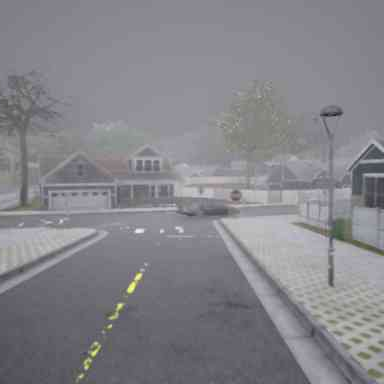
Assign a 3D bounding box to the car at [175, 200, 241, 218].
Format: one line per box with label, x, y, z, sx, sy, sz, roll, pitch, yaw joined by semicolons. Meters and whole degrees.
car;1.362;1.357;27.315;5.357;1.411;2.033;1;2;-27
